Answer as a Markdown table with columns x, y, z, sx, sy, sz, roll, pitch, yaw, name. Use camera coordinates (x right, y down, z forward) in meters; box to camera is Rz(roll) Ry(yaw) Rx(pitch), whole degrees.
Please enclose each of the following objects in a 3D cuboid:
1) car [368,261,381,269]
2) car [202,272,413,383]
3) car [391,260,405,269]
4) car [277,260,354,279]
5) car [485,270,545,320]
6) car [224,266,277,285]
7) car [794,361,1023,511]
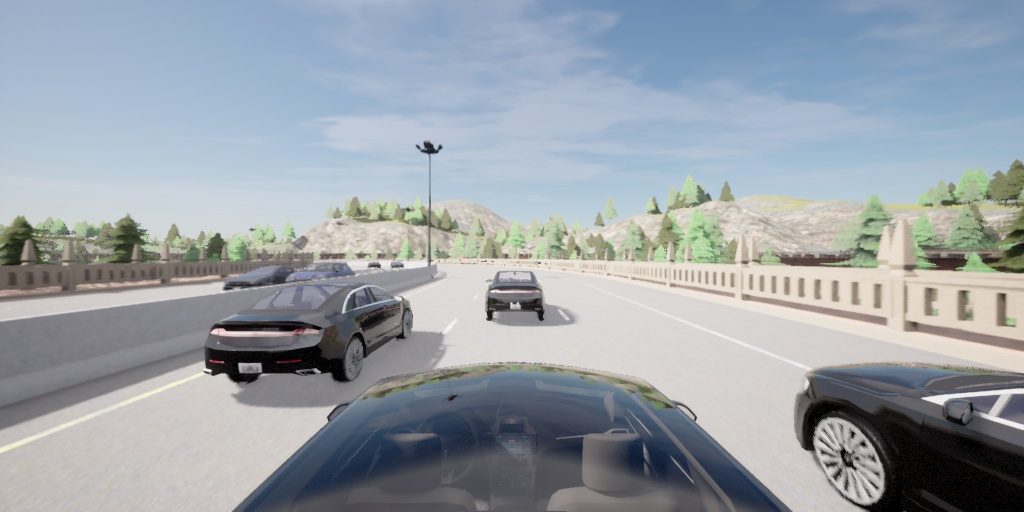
| x | y | z | sx | sy | sz | roll | pitch | yaw | name |
| --- | --- | --- | --- | --- | --- | --- | --- | --- | --- |
| -23.123 | 1.515 | 60.354 | 1.895 | 1.301 | 4.718 | 0 | 0 | -25 | car |
| -3.401 | 1.241 | 7.085 | 2.128 | 1.511 | 4.902 | 0 | 0 | 0 | car |
| -19.440 | 1.451 | 60.857 | 2.033 | 1.411 | 5.357 | 0 | 0 | -24 | car |
| -10.704 | 1.112 | 20.384 | 2.097 | 1.767 | 4.553 | 0 | 0 | -1 | car |
| 0.098 | 1.245 | 12.693 | 2.128 | 1.511 | 4.902 | 0 | 0 | 0 | car |
| -14.141 | 1.309 | 21.098 | 2.033 | 1.411 | 5.357 | 0 | 0 | -1 | car |
| 3.600 | 1.242 | 1.419 | 2.128 | 1.511 | 4.902 | 0 | 0 | 0 | car |
